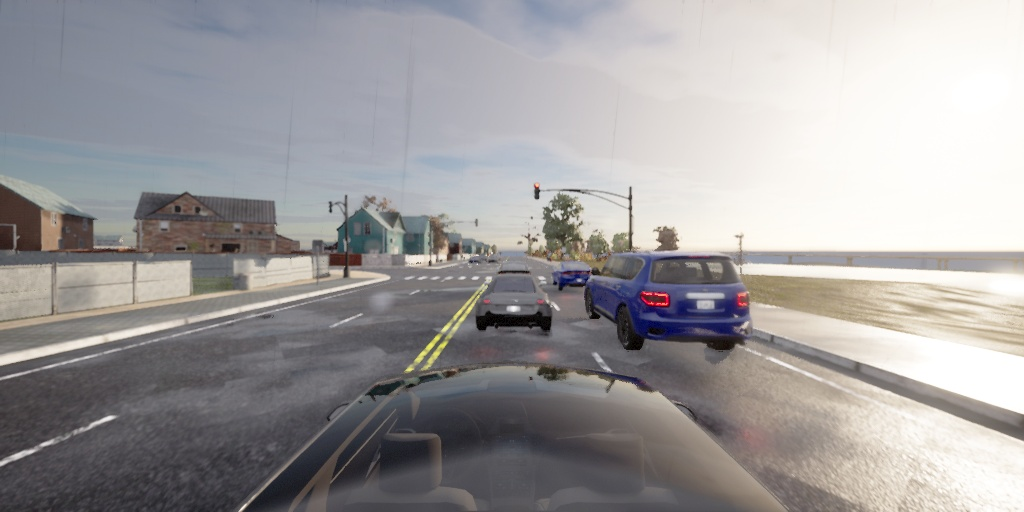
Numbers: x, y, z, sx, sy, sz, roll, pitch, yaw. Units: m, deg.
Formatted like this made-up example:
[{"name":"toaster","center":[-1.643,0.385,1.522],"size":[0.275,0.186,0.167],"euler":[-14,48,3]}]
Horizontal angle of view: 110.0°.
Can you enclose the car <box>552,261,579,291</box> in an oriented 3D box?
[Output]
[{"name":"car","center":[3.362,1.022,20.131],"size":[1.882,1.535,5.008],"euler":[0,1,1]}]

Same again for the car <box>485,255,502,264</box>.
[{"name":"car","center":[-3.246,0.608,63.089],"size":[1.837,1.490,4.892],"euler":[0,1,1]}]

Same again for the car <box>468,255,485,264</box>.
[{"name":"car","center":[-6.488,0.653,62.929],"size":[2.033,1.411,5.357],"euler":[0,1,1]}]

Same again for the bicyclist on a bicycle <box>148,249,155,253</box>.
[{"name":"bicyclist on a bicycle","center":[-29.595,0.233,29.472],"size":[0.582,1.620,1.656],"euler":[0,1,-35]}]

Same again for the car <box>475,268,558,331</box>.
[{"name":"car","center":[0.089,1.213,10.598],"size":[1.994,1.385,4.181],"euler":[0,1,1]}]

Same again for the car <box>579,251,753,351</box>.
[{"name":"car","center":[3.353,0.893,8.901],"size":[2.150,2.045,5.566],"euler":[0,1,0]}]

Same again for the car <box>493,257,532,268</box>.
[{"name":"car","center":[0.113,1.020,20.291],"size":[1.882,1.535,5.008],"euler":[0,1,0]}]
